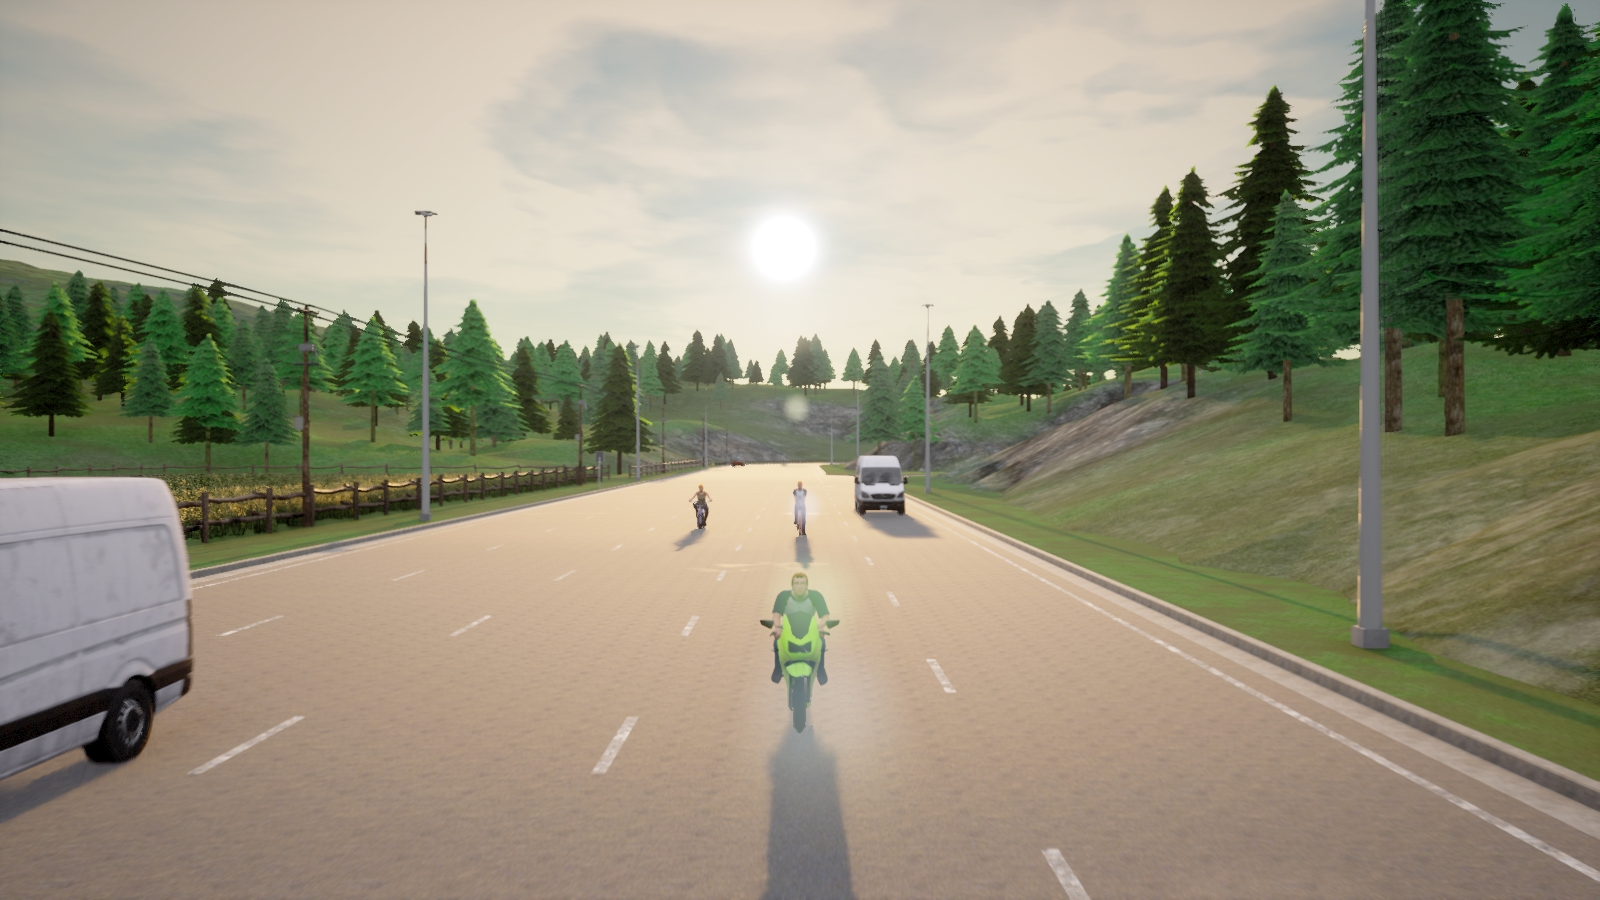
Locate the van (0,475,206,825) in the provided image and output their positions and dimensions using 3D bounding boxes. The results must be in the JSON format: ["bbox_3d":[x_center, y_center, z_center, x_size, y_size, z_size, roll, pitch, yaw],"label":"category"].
[{"bbox_3d":[-7.006,1.534,8.604,1.988,2.561,5.915,0,0,0],"label":"van"}]

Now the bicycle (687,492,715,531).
[{"bbox_3d":[-3.499,2.157,40.411,0.859,1.277,1.487,0,0,0],"label":"bicycle"}]

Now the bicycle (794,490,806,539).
[{"bbox_3d":[0.003,2.055,36.730,0.373,1.496,1.643,0,0,0],"label":"bicycle"}]

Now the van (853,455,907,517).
[{"bbox_3d":[3.507,1.533,50.874,1.988,2.561,5.915,0,0,0],"label":"van"}]

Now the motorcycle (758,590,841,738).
[{"bbox_3d":[-0.001,2.187,12.054,0.803,1.199,2.033,0,-1,0],"label":"motorcycle"}]
